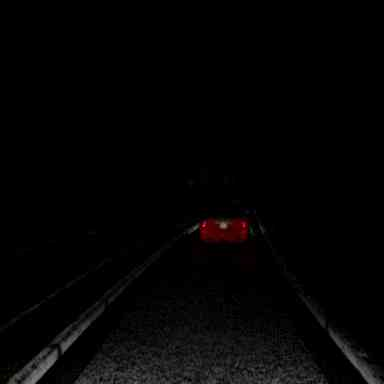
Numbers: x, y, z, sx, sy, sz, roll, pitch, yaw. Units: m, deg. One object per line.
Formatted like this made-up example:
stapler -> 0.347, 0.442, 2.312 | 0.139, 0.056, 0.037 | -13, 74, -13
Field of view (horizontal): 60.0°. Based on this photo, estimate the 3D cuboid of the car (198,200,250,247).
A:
car -> 1.545, 1.367, 15.268 | 2.097, 1.767, 4.553 | -1, 0, 8

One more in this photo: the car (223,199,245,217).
car -> 4.190, 1.482, 32.473 | 1.882, 1.535, 5.008 | -1, 0, 9
